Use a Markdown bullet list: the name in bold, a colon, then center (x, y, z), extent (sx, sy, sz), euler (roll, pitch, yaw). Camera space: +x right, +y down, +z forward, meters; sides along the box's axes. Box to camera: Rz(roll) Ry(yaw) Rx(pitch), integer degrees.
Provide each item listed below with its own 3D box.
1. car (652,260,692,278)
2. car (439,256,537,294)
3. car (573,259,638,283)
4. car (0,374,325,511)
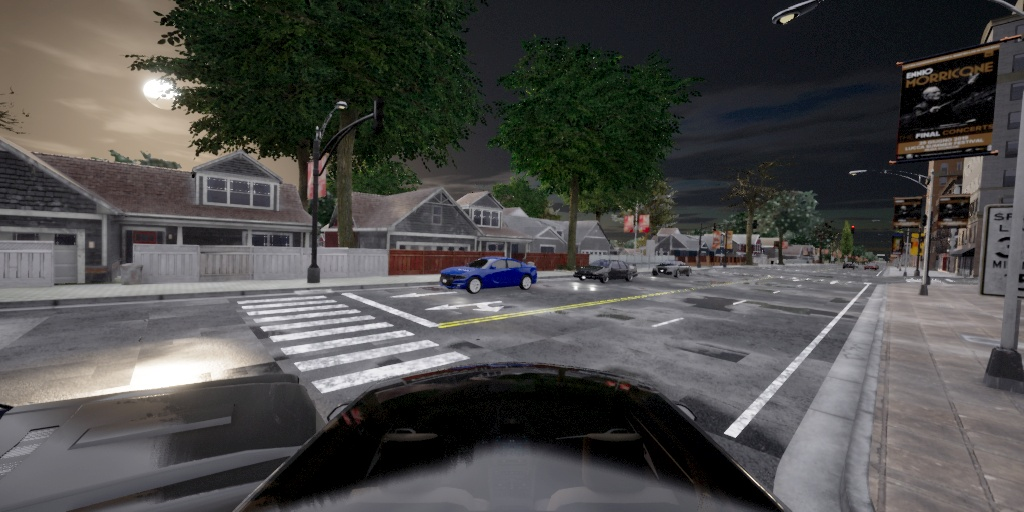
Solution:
- **car**: center (13.535, 1.027, 30.271), extent (4.181, 1.385, 1.994), euler (1, 2, -44)
- **car**: center (-0.966, 0.780, 16.575), extent (5.008, 1.535, 1.882), euler (1, 2, -43)
- **car**: center (6.269, 0.928, 23.422), extent (5.357, 1.411, 2.033), euler (1, 2, -43)
- **car**: center (-3.317, 1.274, 1.413), extent (4.718, 1.301, 1.895), euler (1, 2, -33)
